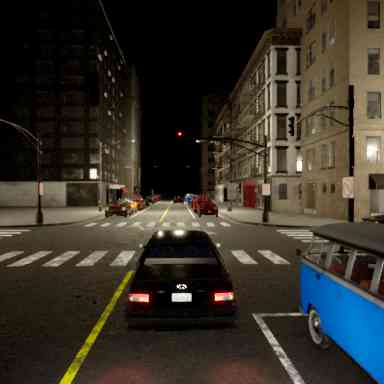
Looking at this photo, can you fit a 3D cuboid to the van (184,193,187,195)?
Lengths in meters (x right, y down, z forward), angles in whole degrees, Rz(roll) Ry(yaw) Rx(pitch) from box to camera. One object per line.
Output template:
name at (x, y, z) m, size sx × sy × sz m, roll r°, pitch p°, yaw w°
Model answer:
van at (-0.465, 1.324, 73.780) m, size 1.690 × 1.788 × 3.998 m, roll 0°, pitch 0°, yaw -2°

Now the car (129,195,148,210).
car at (-7.094, 1.311, 41.010) m, size 2.192 × 1.841 × 5.009 m, roll 0°, pitch 0°, yaw -2°

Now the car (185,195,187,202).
car at (0.229, 1.556, 57.567) m, size 1.947 × 1.339 × 4.313 m, roll 0°, pitch 0°, yaw -2°

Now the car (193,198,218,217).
car at (1.386, 1.542, 30.544) m, size 1.887 × 1.381 × 4.507 m, roll 0°, pitch 0°, yaw -2°

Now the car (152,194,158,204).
car at (-8.020, 1.539, 62.628) m, size 2.008 × 1.369 × 4.403 m, roll 0°, pitch 0°, yaw -2°

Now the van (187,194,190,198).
van at (0.461, 1.334, 52.163) m, size 1.690 × 1.788 × 3.998 m, roll 0°, pitch 0°, yaw -2°

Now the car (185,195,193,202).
car at (-0.704, 1.506, 79.355) m, size 1.752 × 1.417 × 4.829 m, roll 0°, pitch 0°, yaw -2°

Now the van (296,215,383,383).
van at (2.537, 1.341, 3.689) m, size 1.690 × 1.788 × 3.998 m, roll 0°, pitch 0°, yaw -2°

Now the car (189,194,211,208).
car at (1.155, 1.312, 35.949) m, size 2.192 × 1.841 × 5.009 m, roll 0°, pitch 0°, yaw -2°

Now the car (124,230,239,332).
car at (-0.256, 1.547, 7.245) m, size 2.033 × 1.411 × 5.357 m, roll 0°, pitch 0°, yaw -2°

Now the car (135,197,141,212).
car at (-6.856, 1.522, 35.435) m, size 1.752 × 1.417 × 4.829 m, roll 0°, pitch 0°, yaw -2°

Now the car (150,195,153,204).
car at (-7.557, 1.558, 51.819) m, size 1.947 × 1.339 × 4.313 m, roll 0°, pitch 0°, yaw -2°

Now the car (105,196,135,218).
car at (-6.631, 1.437, 30.201) m, size 1.967 × 1.590 × 4.097 m, roll 0°, pitch 0°, yaw -2°

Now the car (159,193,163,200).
car at (-8.715, 1.295, 78.842) m, size 2.192 × 1.841 × 5.009 m, roll 0°, pitch 0°, yaw -2°

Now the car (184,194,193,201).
car at (-0.928, 1.418, 84.589) m, size 1.967 × 1.590 × 4.097 m, roll 0°, pitch 0°, yaw -2°

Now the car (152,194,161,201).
car at (-8.946, 1.418, 84.246) m, size 1.967 × 1.590 × 4.097 m, roll 0°, pitch 0°, yaw -2°

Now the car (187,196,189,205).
car at (0.692, 1.539, 46.758) m, size 1.887 × 1.381 × 4.507 m, roll 0°, pitch 0°, yaw -2°

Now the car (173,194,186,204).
car at (-2.480, 1.514, 61.340) m, size 1.812 × 1.442 × 4.674 m, roll 0°, pitch 0°, yaw -3°

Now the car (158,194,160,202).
car at (-8.252, 1.551, 68.033) m, size 1.947 × 1.339 × 4.313 m, roll 0°, pitch 0°, yaw -2°

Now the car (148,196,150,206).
car at (-7.319, 1.520, 46.245) m, size 1.752 × 1.417 × 4.829 m, roll 0°, pitch 0°, yaw -2°
